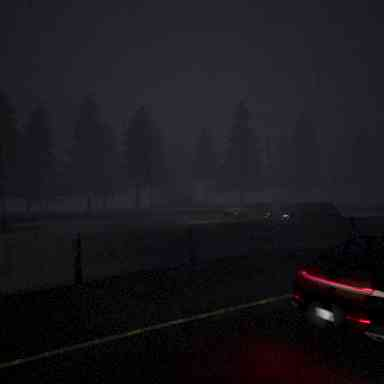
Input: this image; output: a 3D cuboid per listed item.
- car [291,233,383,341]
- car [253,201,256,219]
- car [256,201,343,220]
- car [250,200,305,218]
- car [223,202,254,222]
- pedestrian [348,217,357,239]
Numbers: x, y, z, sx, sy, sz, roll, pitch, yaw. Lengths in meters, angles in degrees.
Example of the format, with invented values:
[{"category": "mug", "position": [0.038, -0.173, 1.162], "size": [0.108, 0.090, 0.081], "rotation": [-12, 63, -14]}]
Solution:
[{"category": "car", "position": [3.956, 1.493, 5.880], "size": [4.902, 1.511, 2.128], "rotation": [0, 0, -30]}, {"category": "car", "position": [7.012, 1.505, 23.001], "size": [4.892, 1.490, 1.837], "rotation": [0, 0, -21]}, {"category": "car", "position": [6.307, 1.352, 18.902], "size": [4.553, 1.767, 2.097], "rotation": [0, 0, -23]}, {"category": "car", "position": [7.871, 1.526, 30.737], "size": [4.674, 1.442, 1.812], "rotation": [0, 0, -20]}, {"category": "car", "position": [4.825, 1.477, 25.863], "size": [5.008, 1.535, 1.882], "rotation": [0, 0, -22]}, {"category": "pedestrian", "position": [6.416, 1.574, 13.233], "size": [0.375, 1.300, 0.375], "rotation": [0, 0, -25]}]
